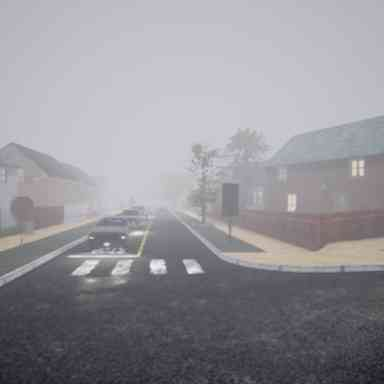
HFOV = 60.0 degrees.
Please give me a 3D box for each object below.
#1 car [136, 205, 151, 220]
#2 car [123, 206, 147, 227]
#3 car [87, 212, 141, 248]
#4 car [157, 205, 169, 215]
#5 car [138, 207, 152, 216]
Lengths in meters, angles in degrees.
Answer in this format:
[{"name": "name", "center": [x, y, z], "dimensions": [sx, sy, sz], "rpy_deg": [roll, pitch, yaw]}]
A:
[{"name": "car", "center": [-5.992, 2.308, 37.418], "dimensions": [2.097, 1.767, 4.553], "rpy_deg": [1, -2, -6]}, {"name": "car", "center": [-4.996, 2.193, 27.364], "dimensions": [1.837, 1.490, 4.892], "rpy_deg": [1, -2, -5]}, {"name": "car", "center": [-3.977, 1.964, 17.155], "dimensions": [2.033, 1.411, 5.357], "rpy_deg": [1, -2, -6]}, {"name": "car", "center": [-4.881, 2.981, 55.846], "dimensions": [2.128, 1.511, 4.902], "rpy_deg": [1, -2, -6]}, {"name": "car", "center": [-7.478, 3.047, 53.150], "dimensions": [1.895, 1.301, 4.718], "rpy_deg": [1, -2, -6]}]
